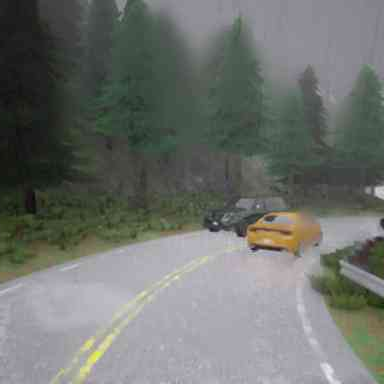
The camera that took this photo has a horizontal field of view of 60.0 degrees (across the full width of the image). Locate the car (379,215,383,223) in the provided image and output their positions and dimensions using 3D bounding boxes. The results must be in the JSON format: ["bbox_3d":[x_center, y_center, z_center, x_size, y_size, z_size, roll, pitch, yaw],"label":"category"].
[{"bbox_3d":[13.910,1.737,20.770,4.181,1.385,1.994,0,4,-19],"label":"car"}]

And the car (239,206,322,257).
[{"bbox_3d":[3.960,1.577,13.675,1.882,1.535,5.008,2,1,33],"label":"car"}]

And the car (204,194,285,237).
[{"bbox_3d":[3.083,1.168,18.044,2.150,2.045,5.566,3,2,45],"label":"car"}]
